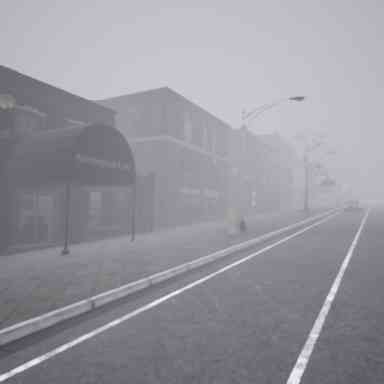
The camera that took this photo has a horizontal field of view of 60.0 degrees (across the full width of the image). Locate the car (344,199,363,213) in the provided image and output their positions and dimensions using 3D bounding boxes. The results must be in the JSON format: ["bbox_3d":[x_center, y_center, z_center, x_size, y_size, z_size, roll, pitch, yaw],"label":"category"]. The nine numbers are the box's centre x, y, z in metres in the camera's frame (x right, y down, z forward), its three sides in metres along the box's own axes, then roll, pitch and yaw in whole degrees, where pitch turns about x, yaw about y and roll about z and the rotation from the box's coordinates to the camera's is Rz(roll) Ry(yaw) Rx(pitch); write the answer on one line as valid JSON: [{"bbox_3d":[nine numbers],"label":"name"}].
[{"bbox_3d":[20.918,1.738,43.007,2.097,1.767,4.553,-1,-1,29],"label":"car"}]
